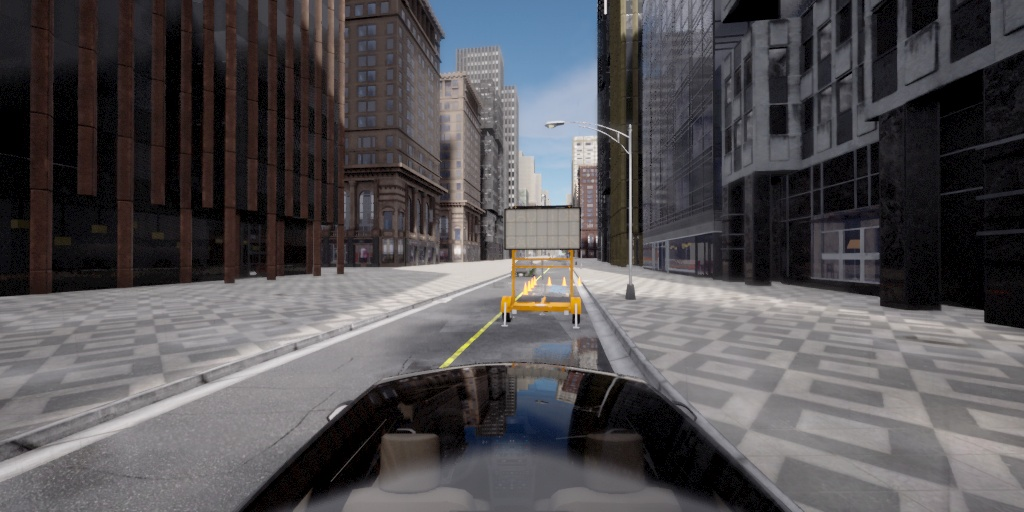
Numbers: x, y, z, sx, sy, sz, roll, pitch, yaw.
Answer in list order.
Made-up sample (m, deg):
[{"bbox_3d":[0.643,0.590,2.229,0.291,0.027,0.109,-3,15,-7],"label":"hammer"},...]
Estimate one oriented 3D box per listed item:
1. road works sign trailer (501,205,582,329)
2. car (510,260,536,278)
[{"bbox_3d":[0.976,0.211,11.411,2.380,3.560,2.880,0,0,8],"label":"road works sign trailer"},{"bbox_3d":[1.083,1.070,33.443,2.097,1.767,4.553,0,0,8],"label":"car"}]
